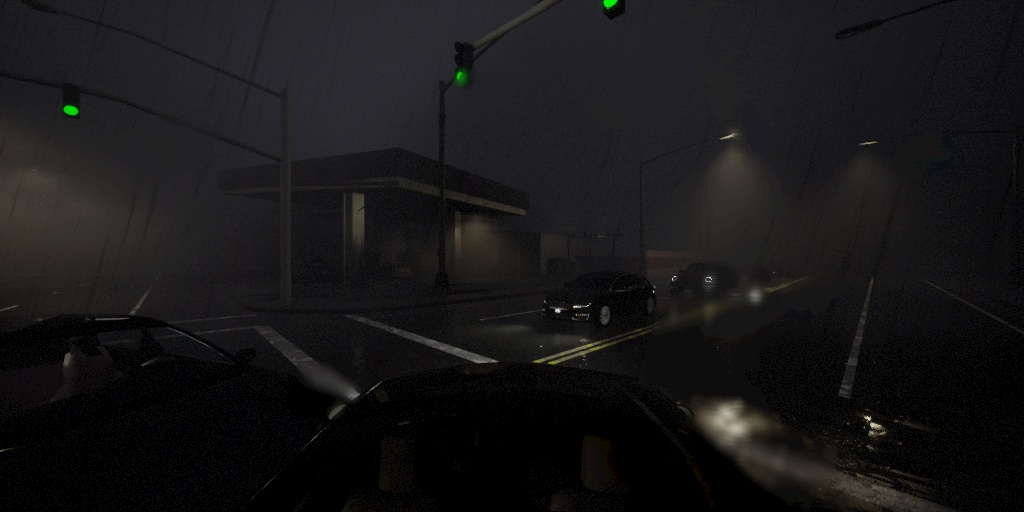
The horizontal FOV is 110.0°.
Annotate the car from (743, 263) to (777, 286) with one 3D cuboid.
[{"bbox_3d":[16.863,1.314,25.211,1.994,1.385,4.181,0,0,45],"label":"car"}]

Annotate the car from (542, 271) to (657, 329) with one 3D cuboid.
[{"bbox_3d":[2.980,1.255,11.573,4.892,1.490,1.837,0,0,-45],"label":"car"}]

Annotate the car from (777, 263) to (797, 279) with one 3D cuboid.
[{"bbox_3d":[24.057,1.314,32.203,4.181,1.385,1.994,0,0,-44],"label":"car"}]

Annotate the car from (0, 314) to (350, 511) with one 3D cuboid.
[{"bbox_3d":[-3.399,1.242,2.610,4.902,1.511,2.128,0,0,15],"label":"car"}]

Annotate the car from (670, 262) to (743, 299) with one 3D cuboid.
[{"bbox_3d":[9.877,1.102,18.360,4.553,1.767,2.097,0,0,-44],"label":"car"}]
